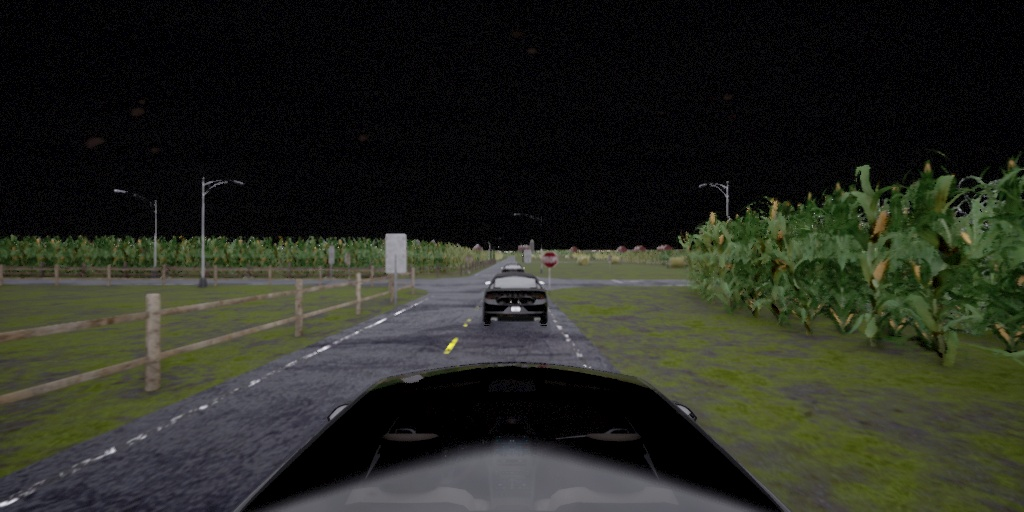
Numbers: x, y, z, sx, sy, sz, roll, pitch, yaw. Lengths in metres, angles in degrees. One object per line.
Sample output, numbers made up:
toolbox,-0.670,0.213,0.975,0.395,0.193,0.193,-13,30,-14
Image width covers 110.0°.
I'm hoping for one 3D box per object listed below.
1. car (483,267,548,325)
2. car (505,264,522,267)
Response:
car,0.098,1.291,12.131,1.882,1.535,5.008,0,0,0
car,0.094,1.389,30.676,1.882,1.535,5.008,0,0,0
